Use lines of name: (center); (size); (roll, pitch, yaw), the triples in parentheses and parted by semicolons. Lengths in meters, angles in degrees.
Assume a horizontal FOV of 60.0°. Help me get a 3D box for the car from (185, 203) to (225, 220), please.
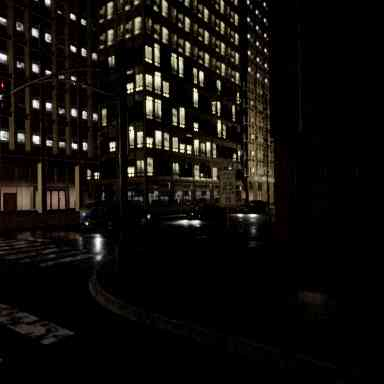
car: (1.187, 1.649, 29.095); (1.994, 1.385, 4.181); (-1, -1, 36)

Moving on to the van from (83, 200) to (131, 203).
van: (-6.017, 1.460, 23.528); (1.690, 1.788, 3.998); (-2, -1, 36)

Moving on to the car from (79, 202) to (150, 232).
car: (-4.676, 1.571, 20.993); (1.837, 1.490, 4.892); (-1, -1, 33)

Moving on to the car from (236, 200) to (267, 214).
car: (7.087, 1.631, 37.281); (1.812, 1.442, 4.674); (-1, -1, 36)
